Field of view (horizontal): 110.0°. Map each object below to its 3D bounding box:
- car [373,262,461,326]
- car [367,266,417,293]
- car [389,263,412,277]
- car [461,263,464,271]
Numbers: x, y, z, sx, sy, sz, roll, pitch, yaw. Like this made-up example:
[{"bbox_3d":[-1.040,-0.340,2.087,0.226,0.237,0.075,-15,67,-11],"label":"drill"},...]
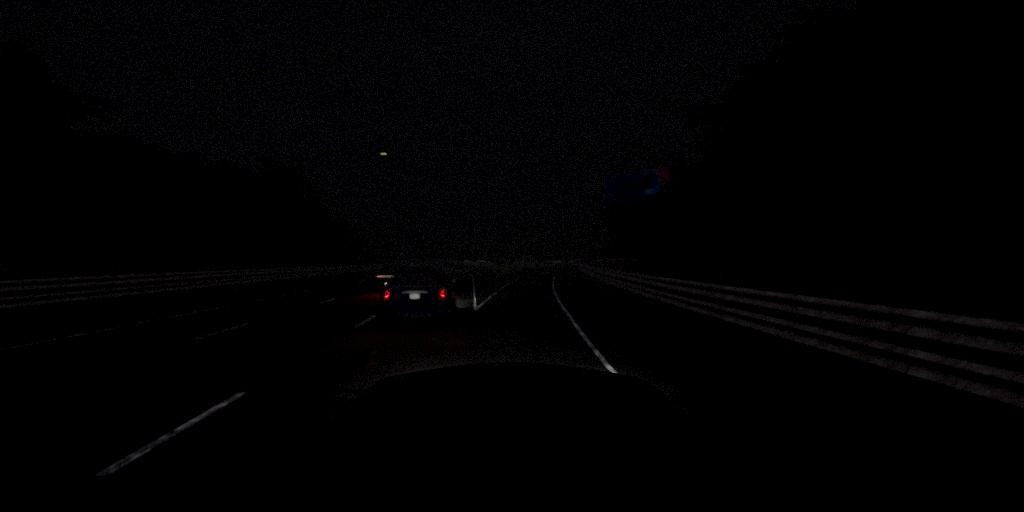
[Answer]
[{"bbox_3d":[-3.011,1.189,12.361,2.097,1.767,4.553,0,0,-6],"label":"car"},{"bbox_3d":[-7.635,1.436,23.381,2.128,1.511,4.902,0,-1,-6],"label":"car"},{"bbox_3d":[-13.656,1.662,44.090,1.882,1.535,5.008,0,-1,-8],"label":"car"},{"bbox_3d":[-9.270,1.873,61.914,2.128,1.511,4.902,0,-1,-9],"label":"car"}]
